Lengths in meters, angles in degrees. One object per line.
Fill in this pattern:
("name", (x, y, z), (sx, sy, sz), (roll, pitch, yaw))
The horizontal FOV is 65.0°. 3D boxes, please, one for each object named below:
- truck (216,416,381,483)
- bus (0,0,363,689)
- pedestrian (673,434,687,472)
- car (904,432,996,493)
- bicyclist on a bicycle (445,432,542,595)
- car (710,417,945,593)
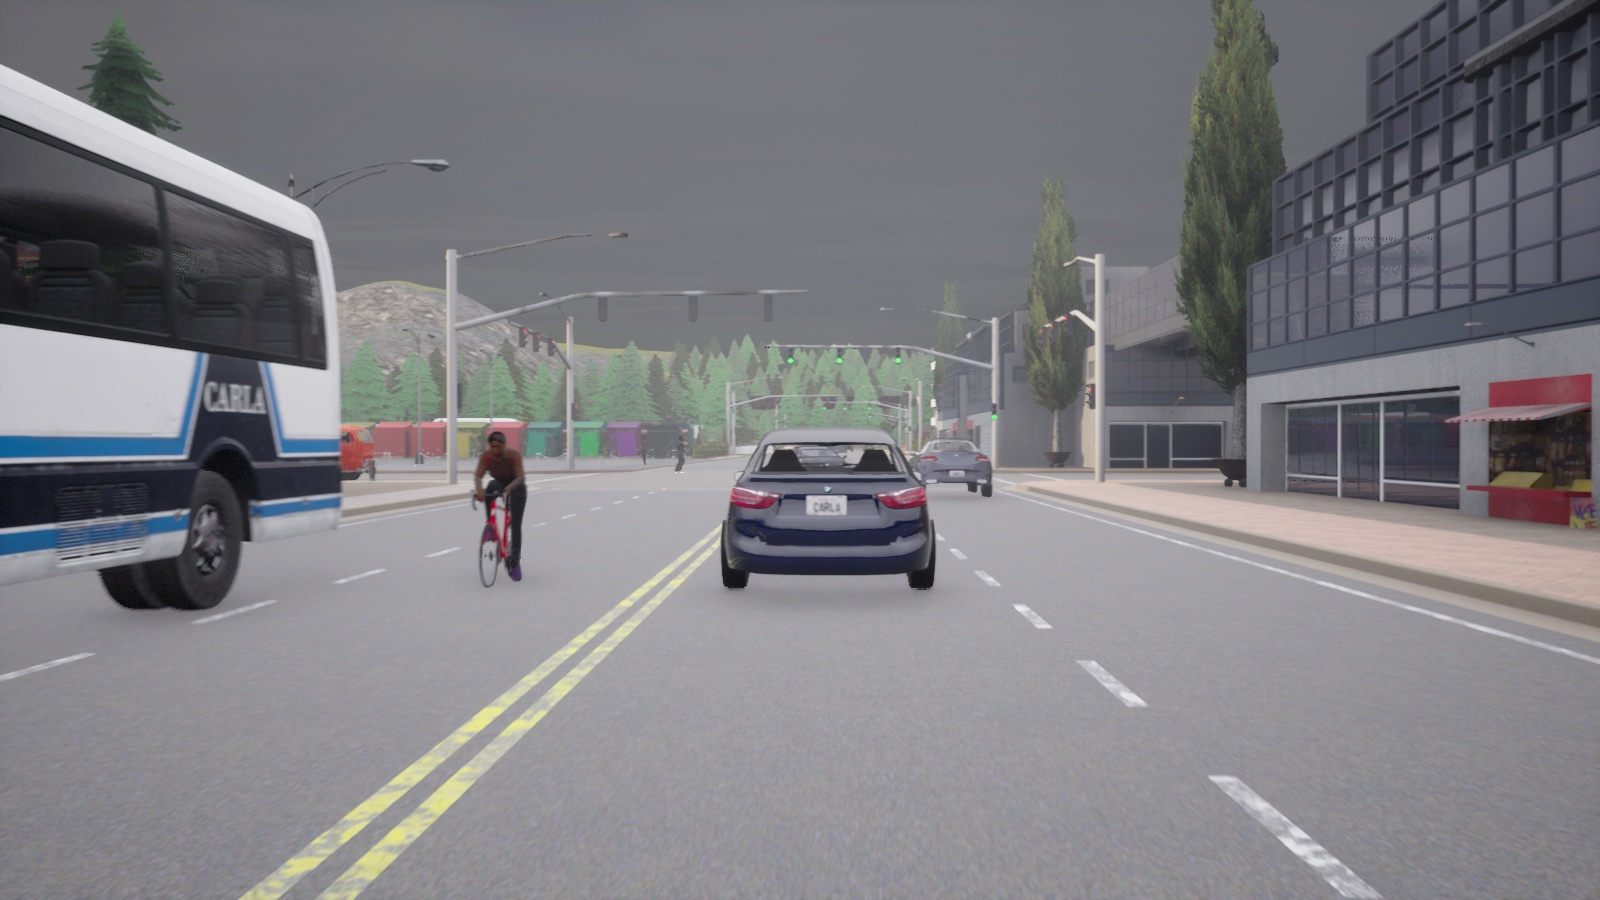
("truck", (-18.997, -0.028, 47.788), (5.204, 2.467, 2.627), (0, 0, 1))
("bus", (-6.811, -0.685, 8.511), (3.944, 4.253, 10.273), (0, 0, 1))
("pedestrian", (-6.091, 0.171, 63.721), (0.666, 1.930, 0.402), (0, 0, -5))
("car", (4.263, 0.324, 36.375), (2.152, 1.651, 5.027), (0, 0, 1))
("bicyclist on a bicycle", (-3.213, 0.621, 13.281), (0.582, 1.620, 1.656), (0, 1, 1))
("car", (0.309, 0.511, 14.287), (2.242, 1.667, 4.611), (0, 0, 1))
